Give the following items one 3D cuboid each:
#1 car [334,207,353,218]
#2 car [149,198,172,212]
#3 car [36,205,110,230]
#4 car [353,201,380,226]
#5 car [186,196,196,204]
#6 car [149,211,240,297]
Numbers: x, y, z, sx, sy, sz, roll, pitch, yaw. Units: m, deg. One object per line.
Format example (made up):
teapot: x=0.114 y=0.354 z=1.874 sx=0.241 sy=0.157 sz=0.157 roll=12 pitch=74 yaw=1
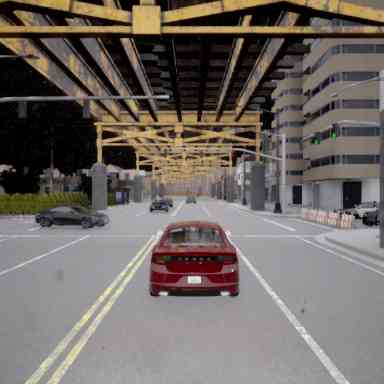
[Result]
car: x=13.574 y=1.295 z=25.481 sx=4.536 sy=1.218 sz=1.853 roll=0 pitch=0 yaw=25
car: x=-3.684 y=1.564 z=38.282 sx=1.994 sy=1.385 sz=4.181 roll=0 pitch=0 yaw=0
car: x=-7.476 y=1.525 z=20.829 sx=4.674 sy=1.442 sz=1.812 roll=0 pitch=0 yaw=15
car: x=13.211 y=1.453 z=21.343 sx=4.974 sy=1.542 sz=2.038 roll=0 pitch=0 yaw=-20
car: x=-0.153 y=1.547 z=63.319 sx=2.033 sy=1.411 sz=5.357 roll=0 pitch=0 yaw=0
car: x=0.053 y=1.478 z=8.643 sx=1.882 sy=1.535 sz=5.008 roll=0 pitch=0 yaw=0
